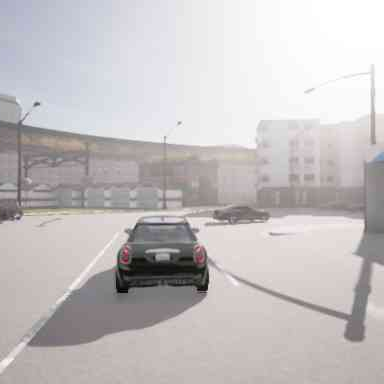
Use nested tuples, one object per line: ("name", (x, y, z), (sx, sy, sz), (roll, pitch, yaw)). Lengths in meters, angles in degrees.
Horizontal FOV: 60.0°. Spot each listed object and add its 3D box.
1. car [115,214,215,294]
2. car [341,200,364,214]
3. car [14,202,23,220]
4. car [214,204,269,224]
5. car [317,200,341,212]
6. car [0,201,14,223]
("car", (-0.820, 1.423, 9.241), (2.097, 1.767, 4.553), (0, 0, -5))
("car", (20.353, 1.831, 39.232), (4.181, 1.385, 1.994), (0, 0, 5))
("car", (-17.138, 1.587, 28.554), (2.097, 1.767, 4.553), (0, 0, 43))
("car", (3.961, 1.720, 26.666), (4.674, 1.442, 1.812), (0, -1, -23))
("car", (18.683, 1.801, 42.802), (4.892, 1.490, 1.837), (0, -1, 2))
("car", (-16.350, 1.683, 24.577), (1.882, 1.535, 5.008), (-2, -2, 41))
